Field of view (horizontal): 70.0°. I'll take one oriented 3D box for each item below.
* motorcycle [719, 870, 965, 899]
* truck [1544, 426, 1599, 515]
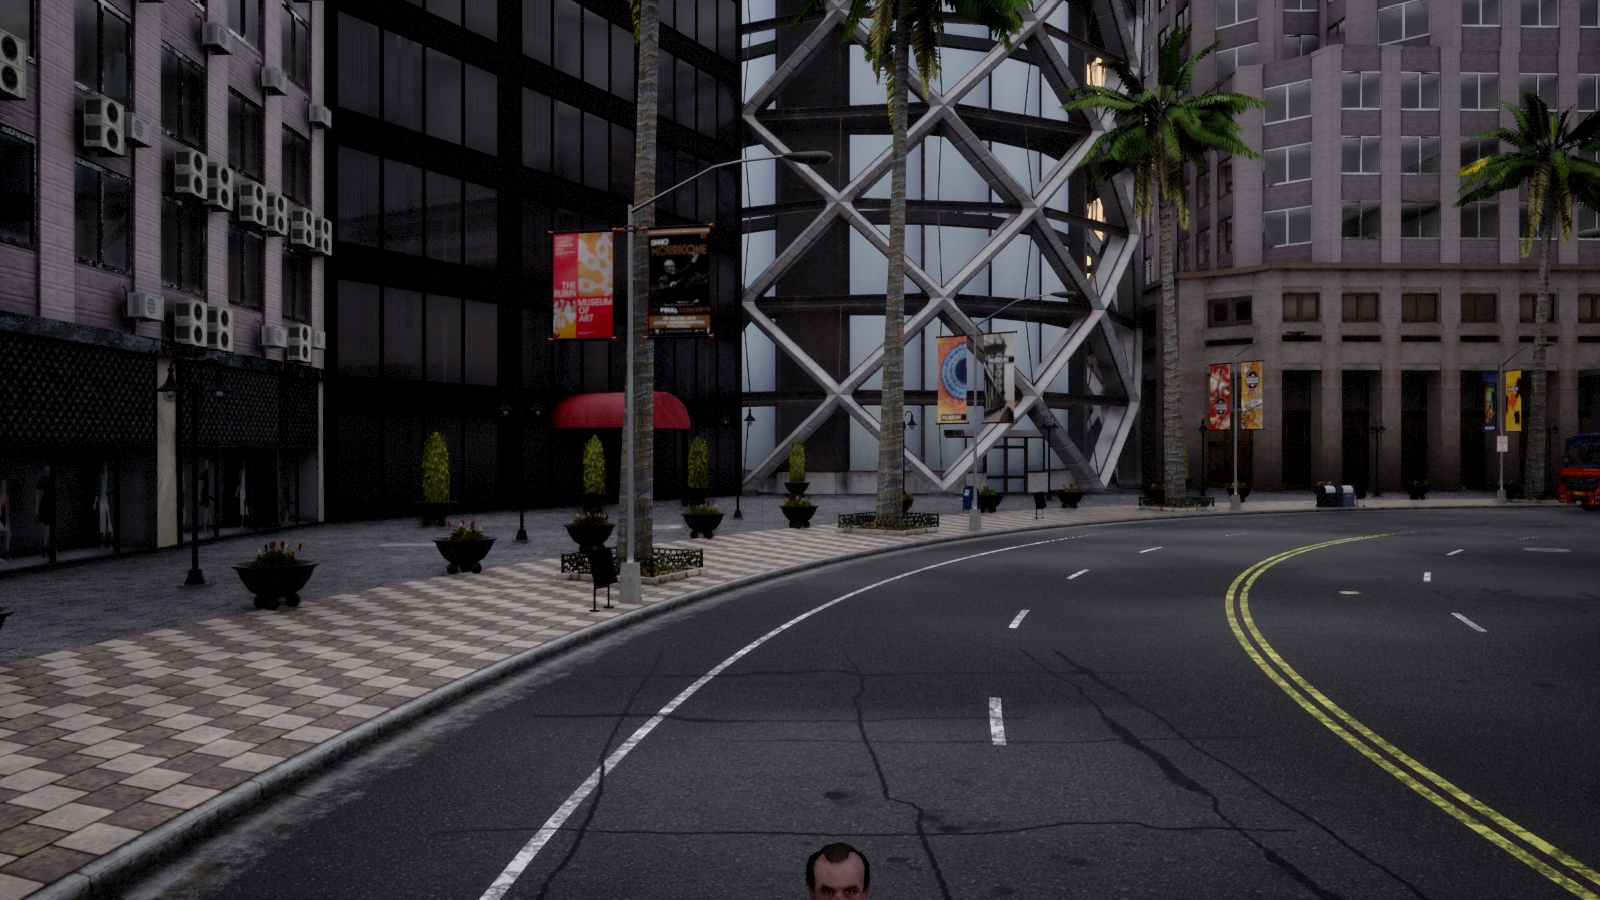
[{"bbox_3d":[0.124,2.182,3.338,0.856,1.236,1.805,0,0,2],"label":"motorcycle"},{"bbox_3d":[38.312,0.890,51.081,8.468,3.827,2.891,0,0,-5],"label":"truck"}]
